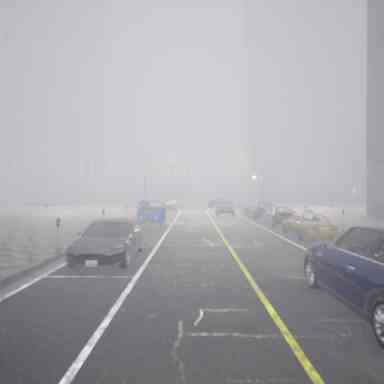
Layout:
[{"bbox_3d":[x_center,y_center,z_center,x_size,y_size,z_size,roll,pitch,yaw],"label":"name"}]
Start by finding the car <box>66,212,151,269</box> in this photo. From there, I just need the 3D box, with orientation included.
[{"bbox_3d":[-2.723,1.575,11.241,1.947,1.339,4.313,0,0,0],"label":"car"}]

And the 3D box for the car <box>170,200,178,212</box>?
[{"bbox_3d":[-2.588,1.607,39.445,2.008,1.369,4.403,0,0,0],"label":"car"}]

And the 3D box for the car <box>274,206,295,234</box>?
[{"bbox_3d":[5.830,1.589,17.012,1.752,1.417,4.829,0,0,0],"label":"car"}]

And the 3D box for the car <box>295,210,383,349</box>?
[{"bbox_3d":[3.768,1.385,6.355,2.097,1.767,4.553,0,0,0],"label":"car"}]

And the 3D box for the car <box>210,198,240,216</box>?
[{"bbox_3d":[3.218,1.624,33.452,2.033,1.411,5.357,0,0,1],"label":"car"}]

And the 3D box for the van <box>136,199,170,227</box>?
[{"bbox_3d":[-2.668,1.371,22.523,1.690,1.788,3.998,0,0,0],"label":"van"}]

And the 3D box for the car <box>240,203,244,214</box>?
[{"bbox_3d":[5.910,1.642,33.764,2.008,1.369,4.403,0,0,0],"label":"car"}]

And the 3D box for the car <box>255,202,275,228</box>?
[{"bbox_3d":[5.856,1.624,22.482,2.008,1.369,4.403,0,0,0],"label":"car"}]

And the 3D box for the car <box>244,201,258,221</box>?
[{"bbox_3d":[5.884,1.523,28.124,1.967,1.590,4.097,0,0,0],"label":"car"}]

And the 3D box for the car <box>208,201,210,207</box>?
[{"bbox_3d":[4.295,1.593,47.446,1.882,1.535,5.008,0,0,38],"label":"car"}]
